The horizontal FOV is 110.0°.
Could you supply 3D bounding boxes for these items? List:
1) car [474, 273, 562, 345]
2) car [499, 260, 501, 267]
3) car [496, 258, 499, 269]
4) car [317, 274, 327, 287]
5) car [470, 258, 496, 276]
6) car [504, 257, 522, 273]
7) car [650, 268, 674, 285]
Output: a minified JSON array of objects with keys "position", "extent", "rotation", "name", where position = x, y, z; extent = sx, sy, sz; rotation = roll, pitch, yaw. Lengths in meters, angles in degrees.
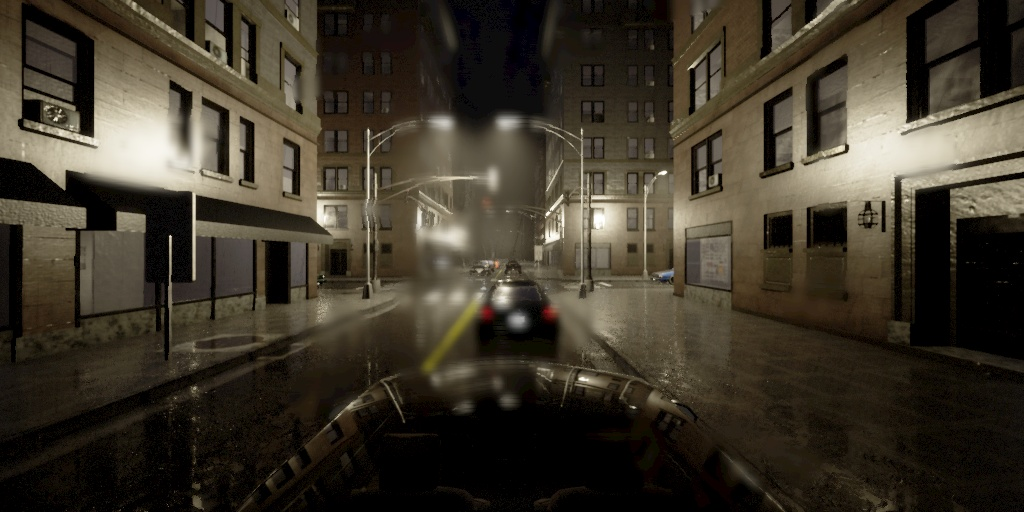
[{"position":[0.118,1.312,9.496],"extent":[1.994,1.385,4.181],"rotation":[0,0,-1],"name":"car"},{"position":[-3.060,1.080,55.850],"extent":[2.097,1.767,4.553],"rotation":[0,0,-1],"name":"car"},{"position":[-3.078,1.283,46.068],"extent":[2.033,1.411,5.357],"rotation":[0,0,0],"name":"car"},{"position":[-14.016,1.382,21.877],"extent":[4.718,1.301,1.895],"rotation":[0,0,0],"name":"car"},{"position":[-3.079,1.231,36.325],"extent":[2.128,1.511,4.902],"rotation":[0,0,0],"name":"car"},{"position":[0.122,1.244,42.835],"extent":[1.837,1.490,4.892],"rotation":[0,1,0],"name":"car"},{"position":[12.626,1.255,25.150],"extent":[5.357,1.411,2.033],"rotation":[0,0,0],"name":"car"}]
